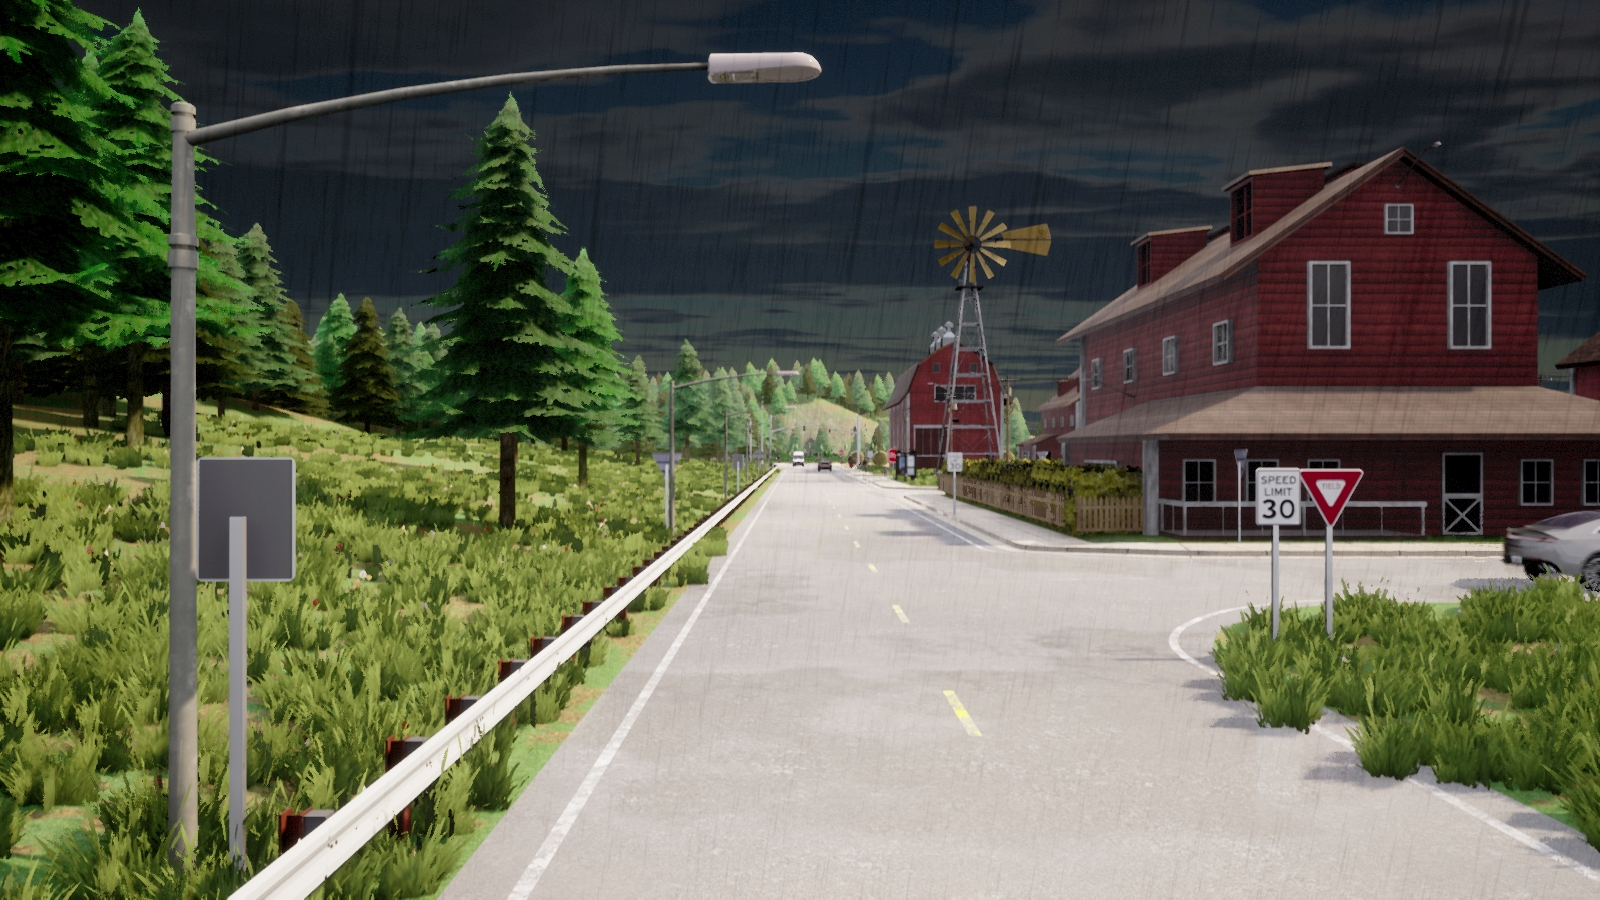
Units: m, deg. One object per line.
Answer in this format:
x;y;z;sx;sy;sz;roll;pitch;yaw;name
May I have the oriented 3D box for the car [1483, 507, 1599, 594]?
16.352;1.915;22.202;4.902;1.511;2.128;0;0;0;car
